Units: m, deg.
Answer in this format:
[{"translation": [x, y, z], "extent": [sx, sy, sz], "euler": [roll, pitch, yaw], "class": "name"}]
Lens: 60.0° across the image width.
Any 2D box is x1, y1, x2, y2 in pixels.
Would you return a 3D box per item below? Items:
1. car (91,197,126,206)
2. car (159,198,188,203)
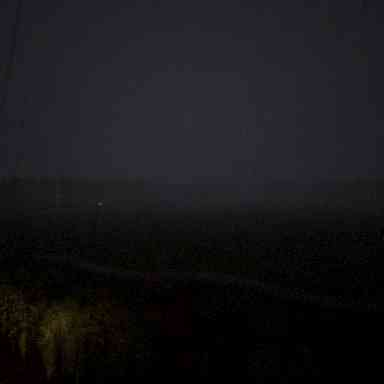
[{"translation": [-10.373, 1.386, 41.332], "extent": [2.097, 1.767, 4.553], "euler": [0, 0, 36], "class": "car"}, {"translation": [-2.561, 1.515, 46.936], "extent": [2.033, 1.411, 5.357], "euler": [0, 0, 34], "class": "car"}]
